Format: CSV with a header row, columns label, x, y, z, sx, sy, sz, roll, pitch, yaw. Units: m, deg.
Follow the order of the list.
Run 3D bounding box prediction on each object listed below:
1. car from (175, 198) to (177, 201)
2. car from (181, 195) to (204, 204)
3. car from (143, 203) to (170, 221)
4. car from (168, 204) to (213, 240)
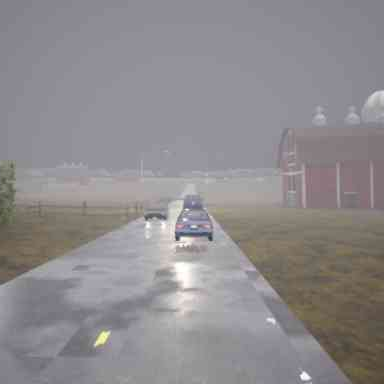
label,x,y,z,sx,sy,sz,roll,pitch,yaw
car,-2.693,1.360,68.306,1.895,1.301,4.718,0,0,0
car,0.128,1.295,36.685,2.150,2.045,5.566,0,0,0
car,-2.826,1.596,27.933,2.033,1.411,5.357,0,0,0
car,0.099,1.565,17.048,2.033,1.411,5.357,0,0,0
